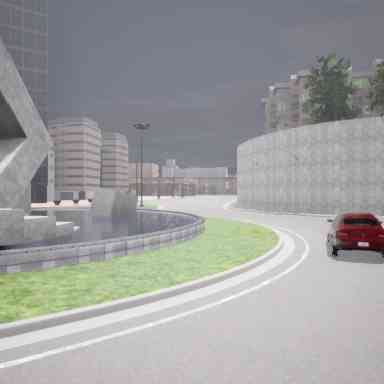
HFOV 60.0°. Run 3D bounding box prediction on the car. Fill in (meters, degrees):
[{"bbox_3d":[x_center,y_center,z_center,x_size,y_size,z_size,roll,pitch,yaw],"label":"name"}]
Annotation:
[{"bbox_3d":[6.323,1.526,12.898,1.812,1.442,4.674,0,0,20],"label":"car"}]
